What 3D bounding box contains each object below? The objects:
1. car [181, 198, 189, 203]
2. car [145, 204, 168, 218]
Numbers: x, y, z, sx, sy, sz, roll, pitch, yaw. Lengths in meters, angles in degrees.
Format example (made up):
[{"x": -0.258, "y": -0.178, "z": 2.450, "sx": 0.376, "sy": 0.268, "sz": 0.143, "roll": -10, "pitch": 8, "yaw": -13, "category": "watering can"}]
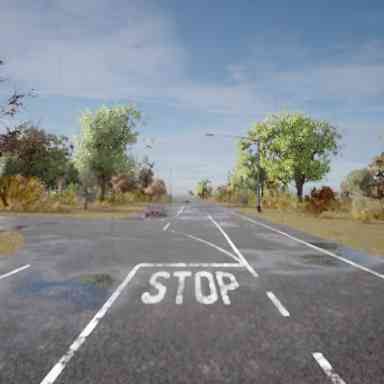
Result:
[{"x": -2.005, "y": 2.433, "z": 93.724, "sx": 1.882, "sy": 1.535, "sz": 5.008, "roll": 0, "pitch": -1, "yaw": 6, "category": "car"}, {"x": -3.411, "y": 1.865, "z": 32.679, "sx": 1.994, "sy": 1.385, "sz": 4.181, "roll": 1, "pitch": -2, "yaw": 0, "category": "car"}]
